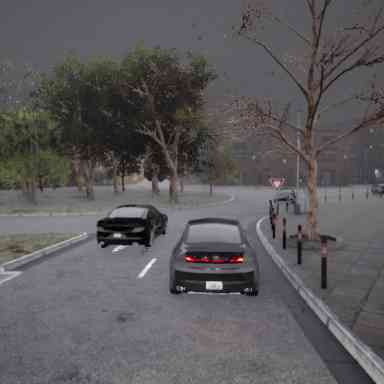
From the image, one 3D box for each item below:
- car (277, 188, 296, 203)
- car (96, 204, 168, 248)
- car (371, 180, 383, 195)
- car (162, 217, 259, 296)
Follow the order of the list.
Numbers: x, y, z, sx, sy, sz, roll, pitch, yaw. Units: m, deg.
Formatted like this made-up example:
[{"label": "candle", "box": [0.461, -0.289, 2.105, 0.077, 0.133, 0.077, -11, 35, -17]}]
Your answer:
[{"label": "car", "box": [9.482, 0.292, 33.671, 2.033, 1.411, 5.357, 1, 4, 17]}, {"label": "car", "box": [-2.254, 1.234, 13.696, 1.882, 1.535, 5.008, 0, 2, 6]}, {"label": "car", "box": [25.701, -0.405, 43.413, 4.902, 1.511, 2.128, -1, 4, -20]}, {"label": "car", "box": [0.540, 1.408, 8.481, 1.837, 1.490, 4.892, 0, 1, 3]}]
